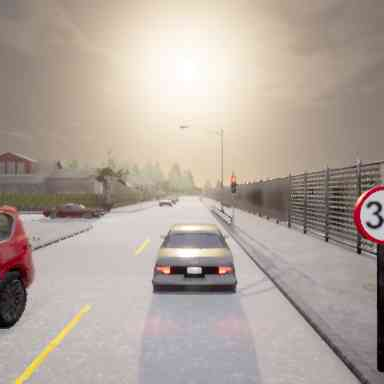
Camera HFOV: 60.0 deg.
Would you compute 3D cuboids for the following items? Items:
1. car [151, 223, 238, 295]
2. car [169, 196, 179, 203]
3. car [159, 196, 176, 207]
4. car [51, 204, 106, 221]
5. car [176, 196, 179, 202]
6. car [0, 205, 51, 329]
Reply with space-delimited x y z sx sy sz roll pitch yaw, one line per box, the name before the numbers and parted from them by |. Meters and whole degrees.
car | 0.071 1.545 8.880 2.033 1.411 5.357 0 0 1
car | -3.860 1.534 71.571 1.994 1.385 4.181 0 0 0
car | -3.995 1.534 51.723 2.033 1.411 5.357 0 0 0
car | -9.486 1.594 26.947 4.718 1.301 1.895 0 0 10
car | -3.943 1.461 61.567 1.882 1.535 5.008 0 0 0
car | -4.052 1.220 4.033 2.150 2.045 5.566 0 0 1
